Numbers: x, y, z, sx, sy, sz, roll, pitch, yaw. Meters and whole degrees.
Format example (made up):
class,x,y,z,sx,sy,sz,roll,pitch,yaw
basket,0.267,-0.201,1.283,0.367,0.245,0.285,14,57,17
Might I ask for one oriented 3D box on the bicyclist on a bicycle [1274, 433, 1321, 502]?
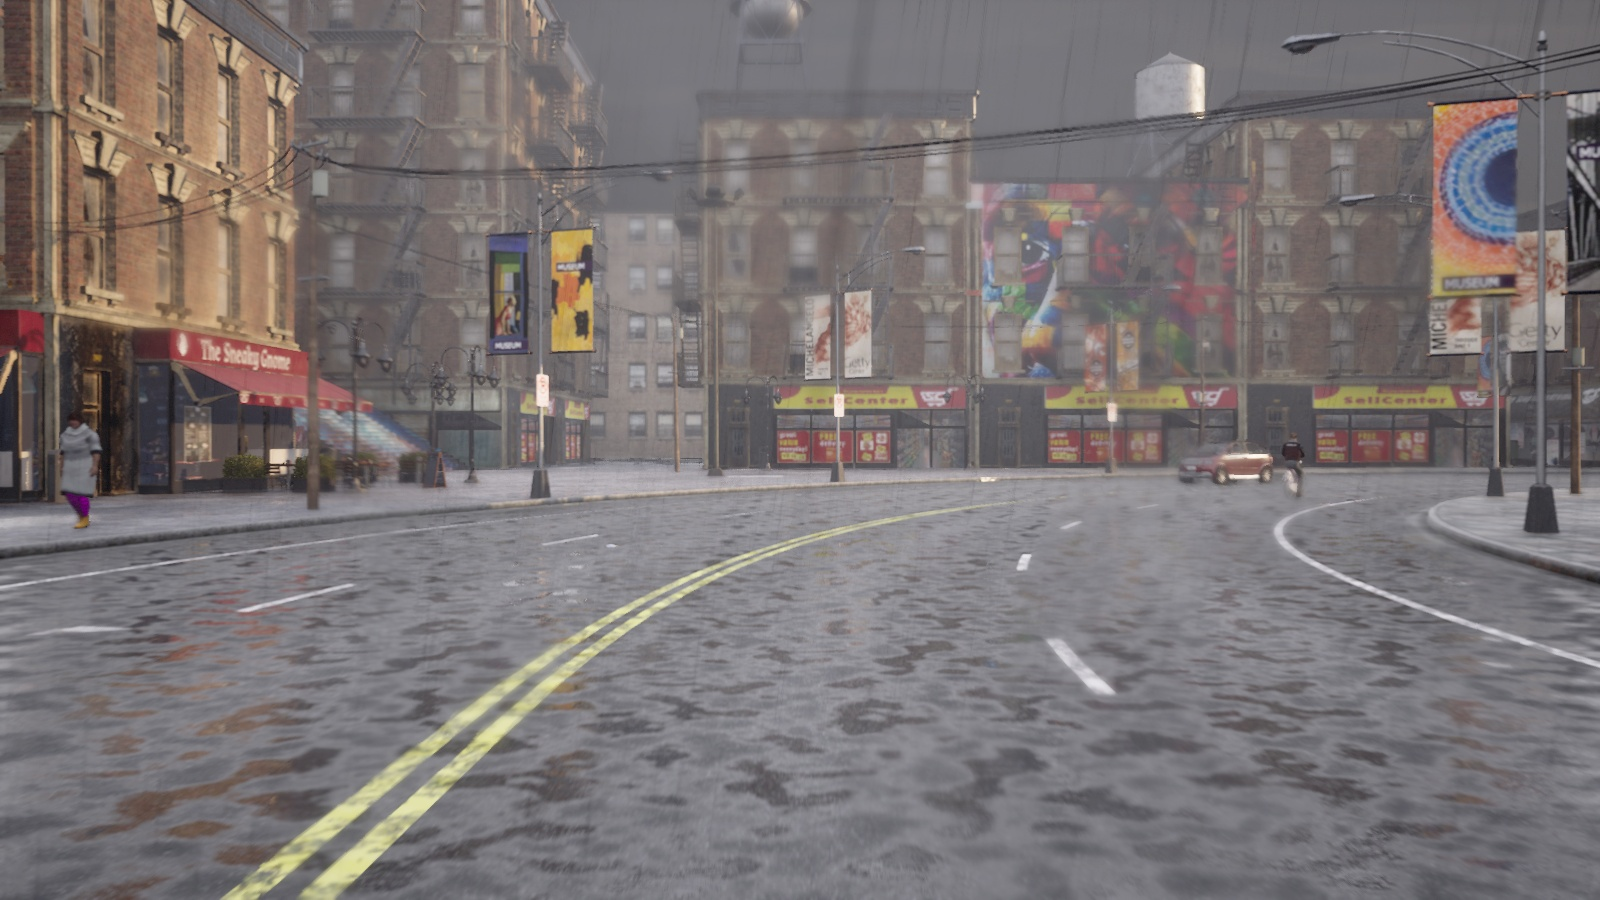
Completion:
class,x,y,z,sx,sy,sz,roll,pitch,yaw
bicyclist on a bicycle,13.223,0.440,33.347,0.659,1.776,1.843,1,1,38

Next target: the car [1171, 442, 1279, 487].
class,x,y,z,sx,sy,sz,roll,pitch,yaw
car,15.171,0.485,44.814,3.705,1.549,1.789,0,0,-34

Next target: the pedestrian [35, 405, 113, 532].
class,x,y,z,sx,sy,sz,roll,pitch,yaw
pedestrian,-11.374,0.283,19.692,0.659,1.952,0.873,0,0,7
